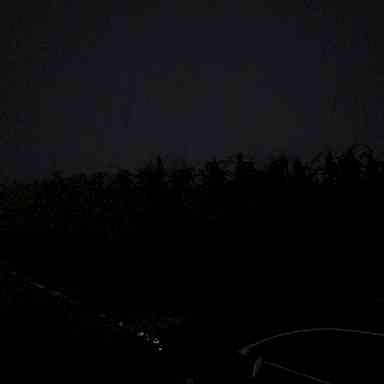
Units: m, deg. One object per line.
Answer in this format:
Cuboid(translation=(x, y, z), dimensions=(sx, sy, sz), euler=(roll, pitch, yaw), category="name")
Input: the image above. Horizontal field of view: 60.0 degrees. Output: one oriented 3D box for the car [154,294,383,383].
Cuboid(translation=(1.665, 1.676, 2.768), dimensions=(1.837, 1.490, 4.892), euler=(4, -4, -45), category="car")
